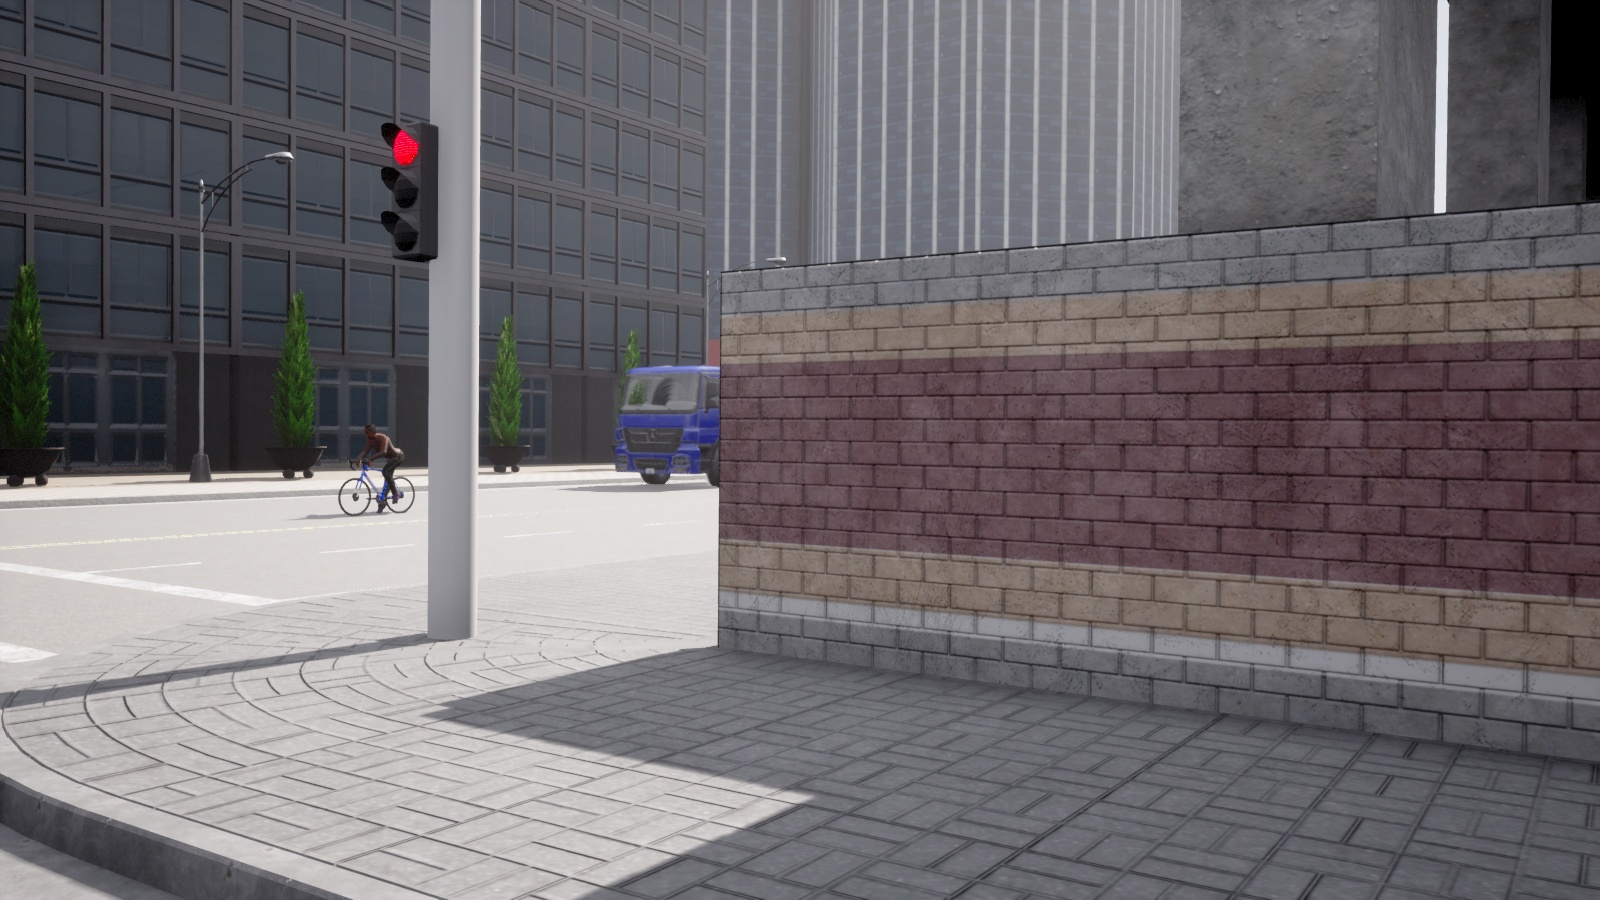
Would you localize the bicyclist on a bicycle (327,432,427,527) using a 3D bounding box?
[{"bbox_3d":[-7.542,0.501,22.464,0.582,1.620,1.656,0,1,34],"label":"bicyclist on a bicycle"}]

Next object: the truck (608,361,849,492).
[{"bbox_3d":[-1.890,-0.686,37.202,2.891,3.462,7.936,0,1,34],"label":"truck"}]
